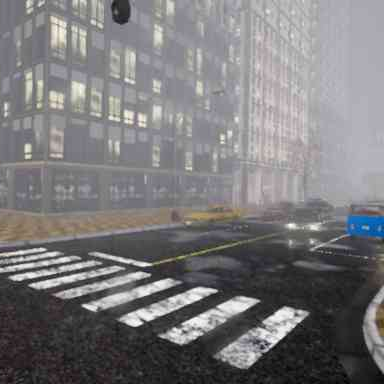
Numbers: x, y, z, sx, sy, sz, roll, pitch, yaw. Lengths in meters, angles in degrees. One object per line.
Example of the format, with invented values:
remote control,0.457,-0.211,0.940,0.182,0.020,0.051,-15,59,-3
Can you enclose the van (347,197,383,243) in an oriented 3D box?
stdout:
van,8.680,1.324,15.928,1.690,1.788,3.998,2,1,38

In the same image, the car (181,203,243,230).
car,1.288,1.326,19.640,1.752,1.417,4.829,2,1,38

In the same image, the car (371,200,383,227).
car,13.638,1.432,22.560,1.967,1.590,4.097,2,1,38

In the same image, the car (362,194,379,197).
car,31.139,1.206,58.235,2.192,1.841,5.009,2,1,38

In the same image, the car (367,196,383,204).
car,34.527,1.454,62.648,2.008,1.369,4.403,2,1,38

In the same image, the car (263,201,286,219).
car,7.391,1.399,27.366,1.802,1.307,4.206,2,1,38

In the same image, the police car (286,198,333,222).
police car,9.416,1.301,25.784,1.930,1.638,5.238,2,1,38
